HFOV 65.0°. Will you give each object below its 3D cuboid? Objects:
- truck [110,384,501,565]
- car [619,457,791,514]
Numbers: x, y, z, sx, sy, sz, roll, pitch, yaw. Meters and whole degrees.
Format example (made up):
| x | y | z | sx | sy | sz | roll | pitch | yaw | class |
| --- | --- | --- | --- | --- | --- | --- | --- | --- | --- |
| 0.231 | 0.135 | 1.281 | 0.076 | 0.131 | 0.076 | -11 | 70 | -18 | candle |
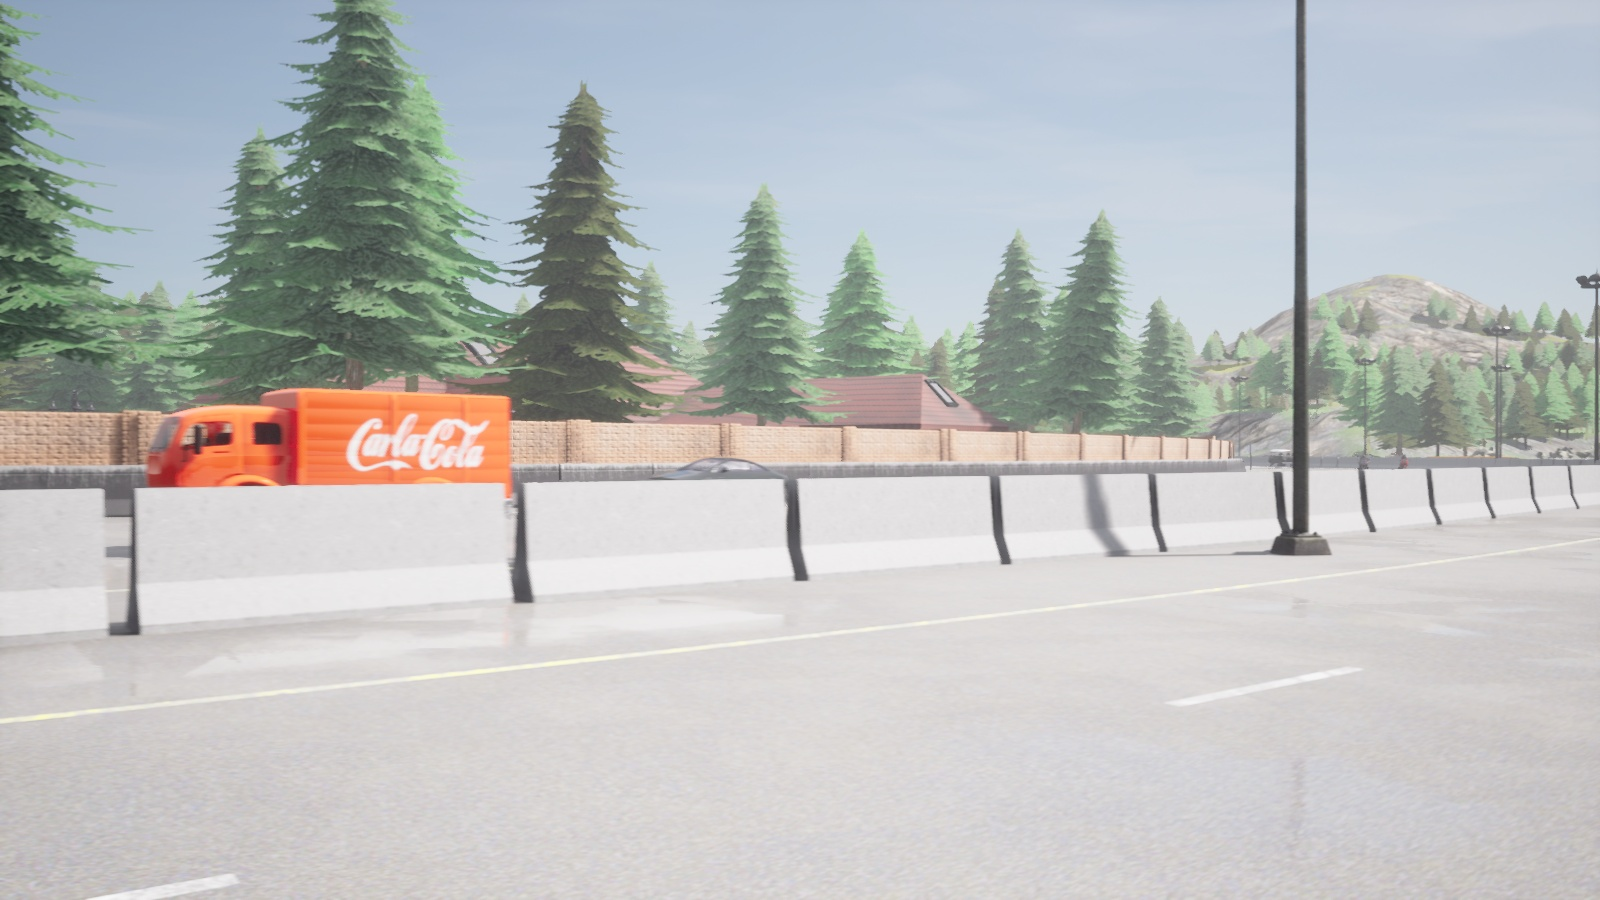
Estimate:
| x | y | z | sx | sy | sz | roll | pitch | yaw | class |
| --- | --- | --- | --- | --- | --- | --- | --- | --- | --- |
| -7.690 | 0.326 | 19.728 | 5.204 | 2.467 | 2.627 | 0 | 0 | -37 | truck |
| -2.456 | 0.899 | 33.132 | 4.181 | 1.385 | 1.994 | 0 | 0 | -42 | car |
